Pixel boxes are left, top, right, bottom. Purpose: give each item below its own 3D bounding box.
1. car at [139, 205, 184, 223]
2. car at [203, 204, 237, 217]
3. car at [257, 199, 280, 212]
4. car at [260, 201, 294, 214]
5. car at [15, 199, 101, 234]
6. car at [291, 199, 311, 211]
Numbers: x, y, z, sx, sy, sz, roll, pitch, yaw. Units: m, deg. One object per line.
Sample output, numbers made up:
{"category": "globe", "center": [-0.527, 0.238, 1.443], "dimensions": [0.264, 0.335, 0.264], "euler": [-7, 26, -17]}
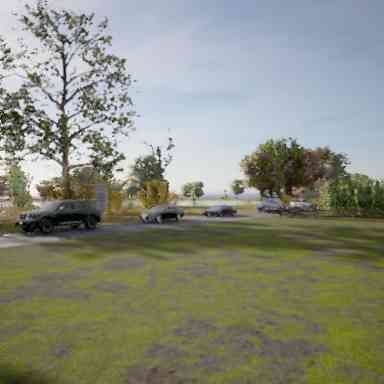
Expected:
{"category": "car", "center": [-2.696, 1.942, 30.331], "dimensions": [2.128, 1.511, 4.902], "euler": [-1, -2, 35]}
{"category": "car", "center": [3.393, 2.156, 38.975], "dimensions": [2.033, 1.411, 5.357], "euler": [-1, -2, 35]}
{"category": "car", "center": [11.999, 2.041, 51.075], "dimensions": [2.150, 2.045, 5.566], "euler": [-1, -2, 35]}
{"category": "car", "center": [11.810, 2.261, 45.922], "dimensions": [2.033, 1.411, 5.357], "euler": [-1, -2, 36]}
{"category": "car", "center": [-8.557, 1.520, 21.979], "dimensions": [2.150, 2.045, 5.566], "euler": [-1, -2, 34]}
{"category": "car", "center": [17.768, 2.096, 54.493], "dimensions": [2.150, 2.045, 5.566], "euler": [-1, -2, 35]}
